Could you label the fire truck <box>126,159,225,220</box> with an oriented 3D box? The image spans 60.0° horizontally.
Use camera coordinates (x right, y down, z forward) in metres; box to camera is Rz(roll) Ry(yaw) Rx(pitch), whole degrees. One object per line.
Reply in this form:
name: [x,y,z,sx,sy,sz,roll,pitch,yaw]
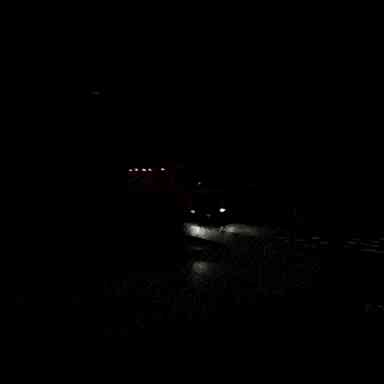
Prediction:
fire truck: [-1.456,-0.244,22.615,2.891,3.827,8.468,0,3,-35]
